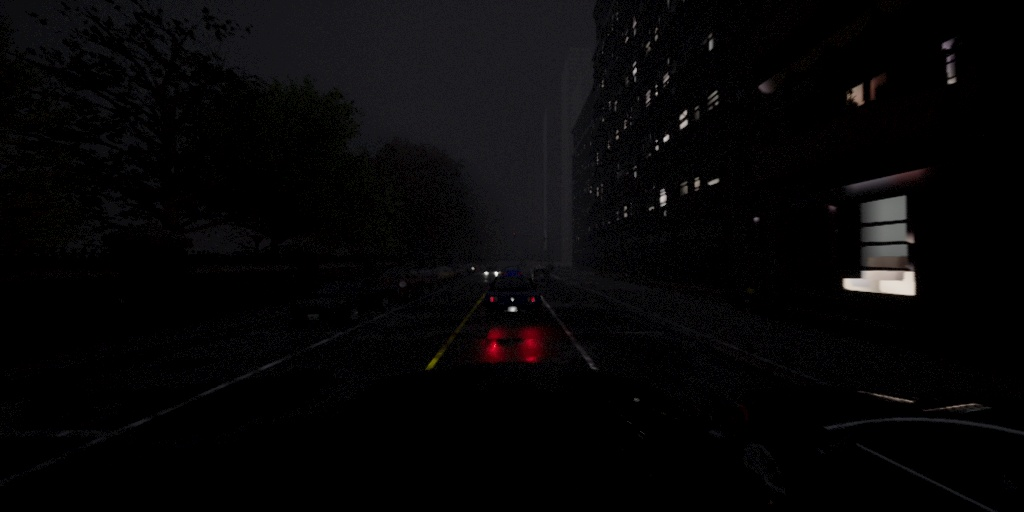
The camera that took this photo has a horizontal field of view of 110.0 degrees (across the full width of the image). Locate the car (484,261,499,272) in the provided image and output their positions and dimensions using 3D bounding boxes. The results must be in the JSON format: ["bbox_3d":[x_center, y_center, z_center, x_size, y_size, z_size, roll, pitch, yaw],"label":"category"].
[{"bbox_3d":[-3.036,1.624,54.109,1.837,1.490,4.892,0,-1,1],"label":"car"}]

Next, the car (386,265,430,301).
[{"bbox_3d":[-5.688,1.300,17.981,1.967,1.591,4.097,0,0,0],"label":"car"}]

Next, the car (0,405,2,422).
[{"bbox_3d":[-5.692,1.273,1.195,1.751,1.417,4.829,0,0,0],"label":"car"}]

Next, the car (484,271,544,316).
[{"bbox_3d":[0.039,1.432,13.704,1.895,1.301,4.718,0,0,1],"label":"car"}]

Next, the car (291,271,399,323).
[{"bbox_3d":[-5.689,1.388,12.443,1.948,1.339,4.313,0,0,0],"label":"car"}]

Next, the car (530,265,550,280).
[{"bbox_3d":[2.696,1.527,34.597,2.007,1.370,4.403,0,0,0],"label":"car"}]

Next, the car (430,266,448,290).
[{"bbox_3d":[-5.686,1.481,23.520,1.802,1.307,4.207,0,0,0],"label":"car"}]

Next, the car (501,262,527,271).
[{"bbox_3d":[0.056,1.470,30.045,1.812,1.442,4.674,0,0,1],"label":"car"}]

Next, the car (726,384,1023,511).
[{"bbox_3d":[2.689,1.298,1.366,2.007,1.370,4.403,0,0,0],"label":"car"}]

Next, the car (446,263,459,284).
[{"bbox_3d":[-5.685,1.463,28.888,1.751,1.417,4.829,0,0,0],"label":"car"}]

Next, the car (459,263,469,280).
[{"bbox_3d":[-5.684,1.417,34.597,1.967,1.591,4.097,0,0,0],"label":"car"}]

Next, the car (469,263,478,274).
[{"bbox_3d":[-5.759,1.607,45.672,2.007,1.370,4.403,0,0,0],"label":"car"}]
